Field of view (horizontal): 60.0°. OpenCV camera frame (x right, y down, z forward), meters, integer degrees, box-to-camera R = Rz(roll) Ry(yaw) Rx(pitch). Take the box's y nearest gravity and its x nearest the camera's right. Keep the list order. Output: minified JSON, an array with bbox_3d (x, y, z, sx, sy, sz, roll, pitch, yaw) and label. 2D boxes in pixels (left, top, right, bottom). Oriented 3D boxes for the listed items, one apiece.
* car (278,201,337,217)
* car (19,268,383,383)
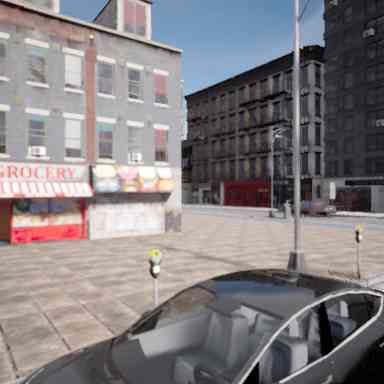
[{"bbox_3d":[10.708,1.522,31.172,2.033,1.411,5.357,0,0,-37],"label":"car"},{"bbox_3d":[0.542,1.560,3.200,4.313,1.339,1.947,0,0,-36],"label":"car"}]
